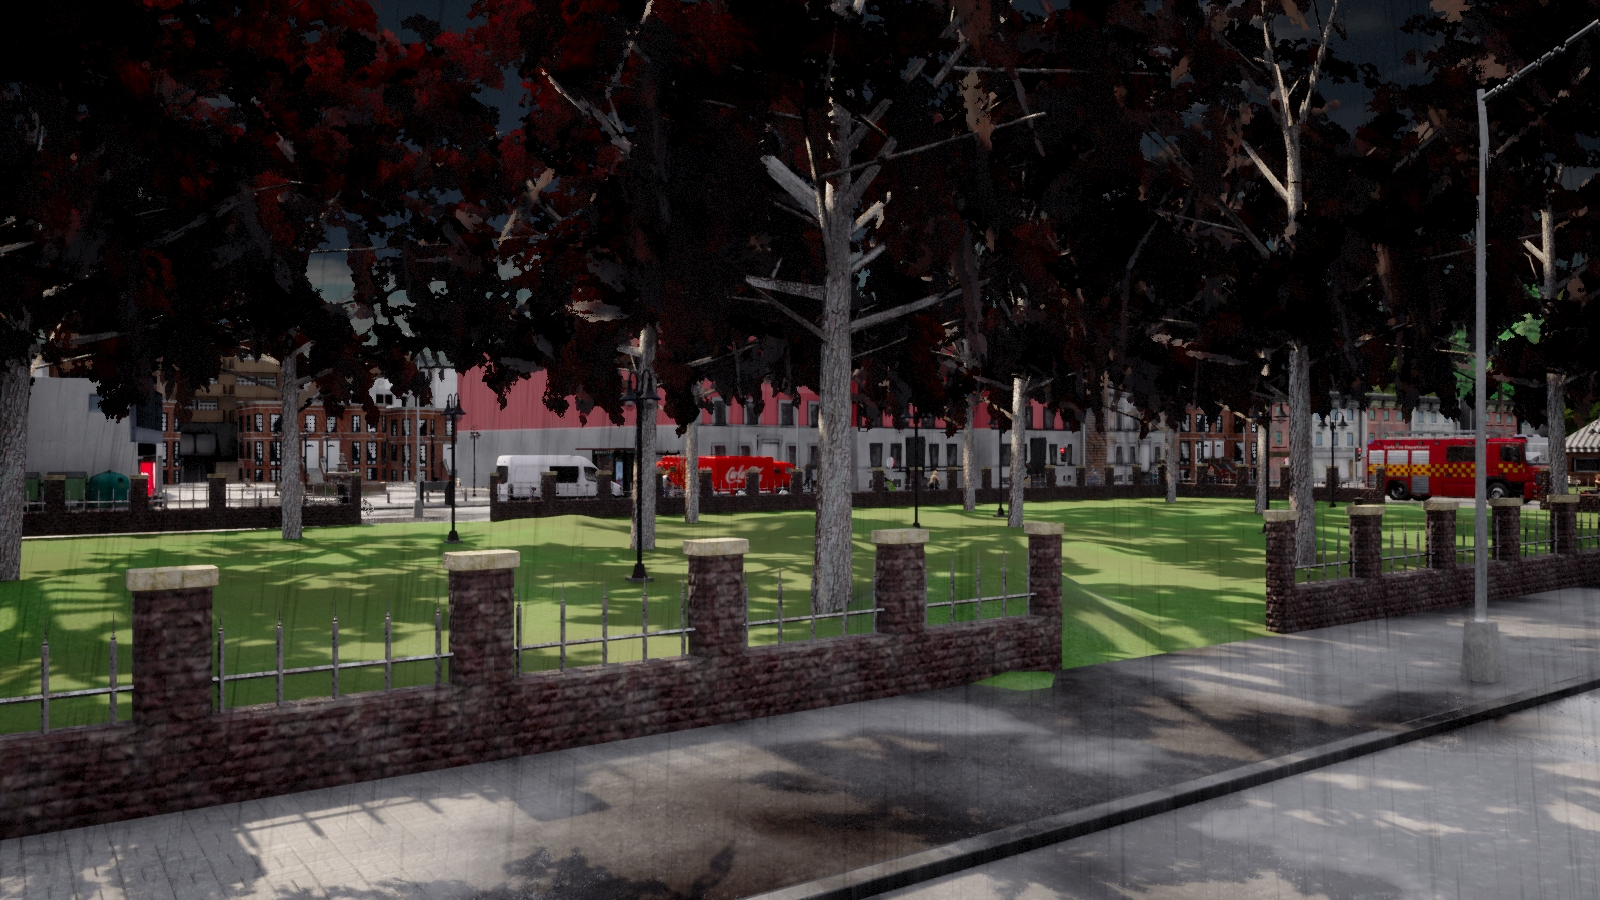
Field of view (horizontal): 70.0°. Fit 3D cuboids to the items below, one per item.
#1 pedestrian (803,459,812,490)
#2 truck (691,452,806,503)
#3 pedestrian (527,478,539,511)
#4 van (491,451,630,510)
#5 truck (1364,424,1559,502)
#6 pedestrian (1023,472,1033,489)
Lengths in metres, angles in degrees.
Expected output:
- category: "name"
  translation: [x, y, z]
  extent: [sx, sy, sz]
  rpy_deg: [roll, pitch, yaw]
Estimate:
- category: "pedestrian"
  translation: [0.476, 1.510, 69.969]
  extent: [0.375, 1.860, 0.375]
  rpy_deg: [0, 0, 44]
- category: "truck"
  translation: [-2.582, 1.335, 57.891]
  extent: [5.204, 2.467, 2.627]
  rpy_deg: [0, 0, -35]
- category: "pedestrian"
  translation: [-10.833, 1.797, 46.366]
  extent: [0.375, 1.300, 0.375]
  rpy_deg: [0, 0, -25]
- category: "van"
  translation: [-10.854, 1.306, 52.106]
  extent: [5.915, 2.561, 1.988]
  rpy_deg: [0, 0, -35]
- category: "truck"
  translation: [34.631, 0.645, 60.204]
  extent: [2.891, 3.827, 8.468]
  rpy_deg: [0, 0, -34]
- category: "pedestrian"
  translation: [15.076, 1.986, 75.488]
  extent: [0.500, 1.100, 0.500]
  rpy_deg: [0, 0, -20]
